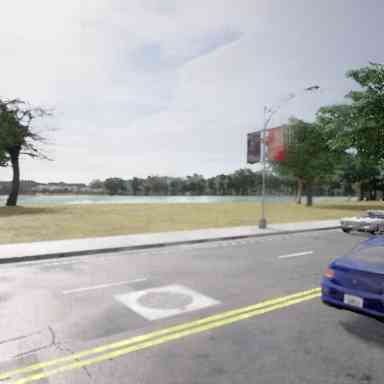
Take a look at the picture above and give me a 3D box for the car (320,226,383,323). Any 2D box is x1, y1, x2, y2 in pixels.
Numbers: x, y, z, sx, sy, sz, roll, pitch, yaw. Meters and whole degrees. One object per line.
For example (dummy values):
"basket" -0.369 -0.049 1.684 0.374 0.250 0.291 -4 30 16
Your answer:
"car" 4.438 1.574 6.617 4.674 1.442 1.812 0 0 -35

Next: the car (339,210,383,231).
"car" 10.545 1.729 19.199 4.718 1.301 1.895 0 0 -36
